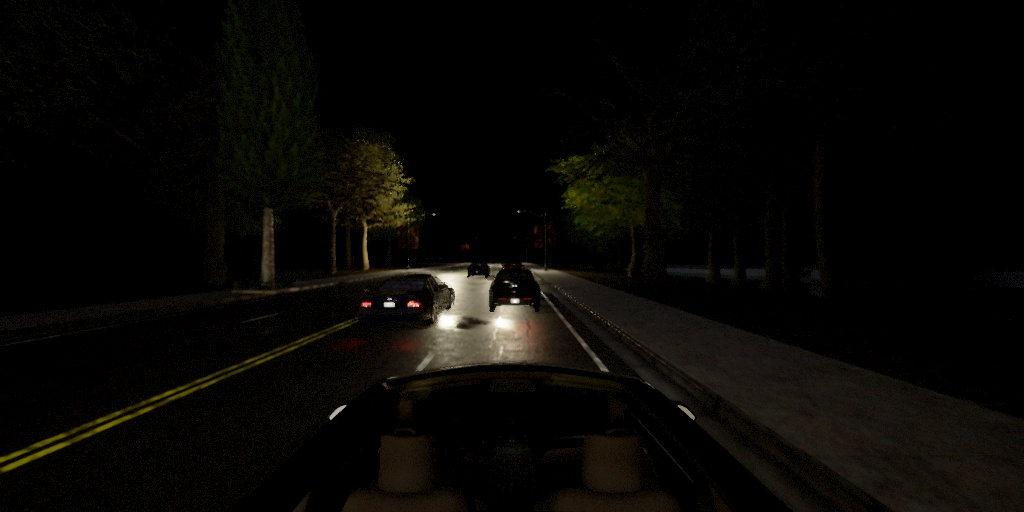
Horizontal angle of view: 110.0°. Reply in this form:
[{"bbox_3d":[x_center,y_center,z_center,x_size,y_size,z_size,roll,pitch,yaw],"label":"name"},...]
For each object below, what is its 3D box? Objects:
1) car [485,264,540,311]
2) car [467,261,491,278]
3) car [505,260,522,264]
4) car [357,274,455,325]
[{"bbox_3d":[0.095,1.256,14.432,1.837,1.490,4.892,0,0,0],"label":"car"},{"bbox_3d":[-3.146,1.265,34.654,1.882,1.535,5.008,0,0,0],"label":"car"},{"bbox_3d":[0.104,1.132,32.499,2.097,1.767,4.553,0,0,0],"label":"car"},{"bbox_3d":[-3.150,1.299,11.716,2.033,1.411,5.357,0,0,0],"label":"car"}]
